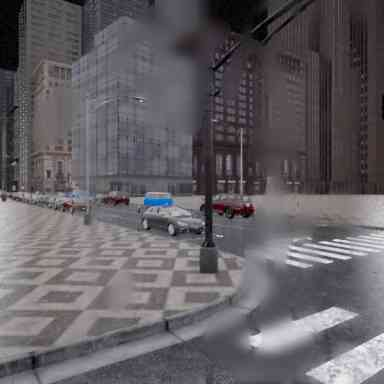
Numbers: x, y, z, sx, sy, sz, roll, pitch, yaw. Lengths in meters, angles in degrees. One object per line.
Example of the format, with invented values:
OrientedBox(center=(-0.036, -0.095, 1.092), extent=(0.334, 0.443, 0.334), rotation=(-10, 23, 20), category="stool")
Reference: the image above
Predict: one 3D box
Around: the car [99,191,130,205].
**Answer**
OrientedBox(center=(-9.978, 0.765, 44.119), extent=(2.192, 1.841, 5.009), rotation=(1, 0, -36), category="car")

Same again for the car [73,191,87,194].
OrientedBox(center=(-16.199, 0.966, 48.388), extent=(1.895, 1.301, 4.718), rotation=(0, 1, -36), category="car")

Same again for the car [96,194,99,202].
OrientedBox(center=(-13.155, 0.933, 48.564), extent=(2.008, 1.369, 4.403), rotation=(1, 0, -36), category="car")

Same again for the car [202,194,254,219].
OrientedBox(center=(2.712, 1.049, 26.345), extent=(2.192, 1.841, 5.009), rotation=(1, 0, -36), category="car")

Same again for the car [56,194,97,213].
OrientedBox(center=(-10.580, 1.138, 30.287), extent=(1.887, 1.381, 4.507), rotation=(1, 0, -36), category="car")

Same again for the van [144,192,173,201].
OrientedBox(center=(-3.633, 0.929, 35.232), extent=(1.690, 1.788, 3.998), rotation=(1, 0, -36), category="van")

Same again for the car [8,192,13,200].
OrientedBox(center=(-29.614, 0.747, 56.945), extent=(1.887, 1.381, 4.507), rotation=(1, 0, -36), category="car")

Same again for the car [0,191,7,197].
OrientedBox(center=(-45.374, 0.481, 79.020), extent=(1.752, 1.417, 4.829), rotation=(1, 0, -36), category="car")

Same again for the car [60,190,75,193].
OrientedBox(center=(-21.923, 0.777, 56.405), extent=(1.812, 1.442, 4.674), rotation=(0, 1, -35), category="car")

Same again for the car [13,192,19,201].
OrientedBox(center=(-26.440, 0.701, 52.502), extent=(1.967, 1.590, 4.097), rotation=(1, 0, -36), category="car")

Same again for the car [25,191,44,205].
OrientedBox(center=(-20.097, 0.939, 43.616), extent=(2.008, 1.369, 4.403), rotation=(1, 0, -36), category="car")

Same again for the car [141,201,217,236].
OrientedBox(center=(-1.065, 1.366, 16.959), extent=(2.008, 1.369, 4.403), rotation=(1, 0, -36), category="car")

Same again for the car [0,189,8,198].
OrientedBox(center=(-39.130, 0.610, 70.273), extent=(1.947, 1.339, 4.313), rotation=(1, 0, -36), category="car")

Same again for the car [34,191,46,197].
OrientedBox(center=(-38.534, 0.493, 84.109), extent=(1.887, 1.381, 4.507), rotation=(0, 0, -36), category="car")

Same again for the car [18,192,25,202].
OrientedBox(center=(-23.269, 0.874, 48.059), extent=(2.008, 1.369, 4.403), rotation=(1, 0, -36), category="car")

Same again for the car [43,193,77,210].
OrientedBox(center=(-13.752, 1.074, 34.729), extent=(2.008, 1.369, 4.403), rotation=(1, 0, -36), category="car")
